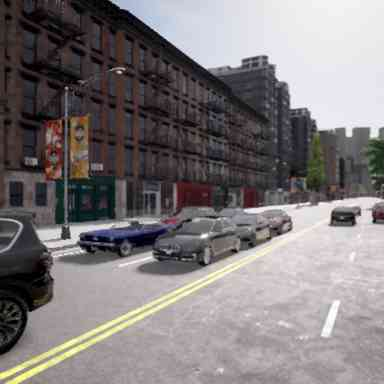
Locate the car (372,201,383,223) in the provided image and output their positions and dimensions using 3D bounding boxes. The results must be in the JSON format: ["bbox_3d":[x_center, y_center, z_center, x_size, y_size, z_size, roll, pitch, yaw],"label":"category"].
[{"bbox_3d":[17.814,1.858,30.540,2.097,1.767,4.553,0,-1,29],"label":"car"}]

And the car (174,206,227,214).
[{"bbox_3d":[-0.082,1.612,18.248,2.097,1.767,4.553,0,-1,29],"label":"car"}]

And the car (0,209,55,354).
[{"bbox_3d":[-4.345,1.257,3.851,2.150,2.045,5.566,0,-1,29],"label":"car"}]

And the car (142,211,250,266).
[{"bbox_3d":[0.417,1.685,12.585,1.837,1.490,4.892,0,-1,28],"label":"car"}]

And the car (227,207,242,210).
[{"bbox_3d":[2.593,1.817,23.331,1.882,1.535,5.008,0,-1,28],"label":"car"}]

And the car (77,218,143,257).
[{"bbox_3d":[-2.479,1.788,14.058,1.895,1.301,4.718,0,-1,29],"label":"car"}]

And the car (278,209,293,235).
[{"bbox_3d":[5.244,1.851,21.408,1.812,1.442,4.674,0,-1,29],"label":"car"}]

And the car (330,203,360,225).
[{"bbox_3d":[13.199,1.940,28.816,1.882,1.535,5.008,0,-1,29],"label":"car"}]

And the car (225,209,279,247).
[{"bbox_3d":[2.756,1.781,16.663,1.812,1.442,4.674,0,-1,29],"label":"car"}]

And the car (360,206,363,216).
[{"bbox_3d":[20.397,2.163,42.025,2.128,1.511,4.902,0,-1,29],"label":"car"}]

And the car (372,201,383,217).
[{"bbox_3d":[23.084,2.013,40.342,2.097,1.767,4.553,0,-1,29],"label":"car"}]
